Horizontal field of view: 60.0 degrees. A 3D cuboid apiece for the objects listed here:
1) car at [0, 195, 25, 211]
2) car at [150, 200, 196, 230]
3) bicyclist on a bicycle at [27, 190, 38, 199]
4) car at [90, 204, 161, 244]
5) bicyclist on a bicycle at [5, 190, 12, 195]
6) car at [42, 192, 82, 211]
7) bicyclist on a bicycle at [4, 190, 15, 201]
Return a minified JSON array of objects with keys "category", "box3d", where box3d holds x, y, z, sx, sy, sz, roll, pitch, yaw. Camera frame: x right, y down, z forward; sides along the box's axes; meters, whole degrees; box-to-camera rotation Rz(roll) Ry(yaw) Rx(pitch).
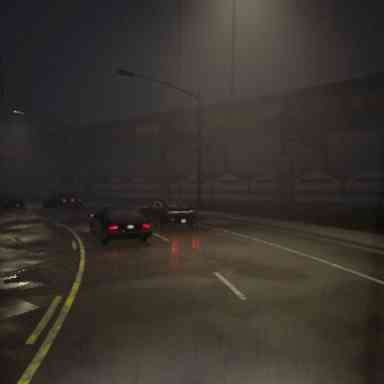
[{"category":"car","box3d":[-18.104,1.017,32.502,4.674,1.442,1.812,1,1,38]},{"category":"car","box3d":[-1.491,1.172,18.596,2.128,1.511,4.902,-1,1,-26]},{"category":"bicyclist on a bicycle","box3d":[-27.170,0.404,56.626,1.656,1.620,0.582,0,1,-10]},{"category":"car","box3d":[-3.287,1.302,14.621,2.033,1.411,5.357,-1,1,-24]},{"category":"bicyclist on a bicycle","box3d":[-27.598,0.598,49.905,0.582,1.620,1.656,3,11,44]},{"category":"car","box3d":[-12.844,0.823,32.677,4.553,1.767,2.097,1,1,41]},{"category":"bicyclist on a bicycle","box3d":[-27.928,0.507,50.811,0.582,1.620,1.656,0,1,10]}]
